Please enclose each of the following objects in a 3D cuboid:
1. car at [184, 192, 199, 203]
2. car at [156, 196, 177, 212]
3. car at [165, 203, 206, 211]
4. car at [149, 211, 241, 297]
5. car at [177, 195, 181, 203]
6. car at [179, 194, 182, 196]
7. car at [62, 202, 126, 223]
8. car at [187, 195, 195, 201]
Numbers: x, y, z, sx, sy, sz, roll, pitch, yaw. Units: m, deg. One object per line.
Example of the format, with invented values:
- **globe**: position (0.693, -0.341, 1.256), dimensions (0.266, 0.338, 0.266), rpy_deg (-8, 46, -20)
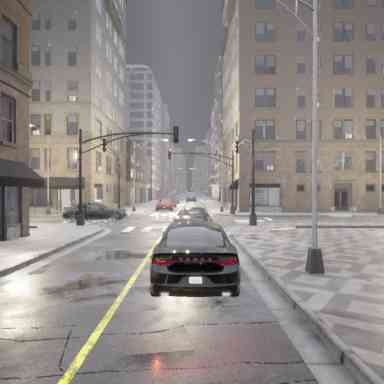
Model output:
- **car**: position (-0.142, 1.350, 70.285), dimensions (2.097, 1.767, 4.553), rpy_deg (0, 0, 0)
- **car**: position (-3.172, 1.474, 39.796), dimensions (1.882, 1.535, 5.008), rpy_deg (0, 0, -1)
- **car**: position (0.073, 1.546, 18.428), dimensions (2.033, 1.411, 5.357), rpy_deg (0, 0, 5)
- **car**: position (0.059, 1.477, 8.618), dimensions (1.882, 1.535, 5.008), rpy_deg (0, 0, 0)
- **car**: position (-3.159, 1.543, 49.527), dimensions (2.033, 1.411, 5.357), rpy_deg (0, 0, 0)
- **car**: position (-3.179, 1.501, 59.701), dimensions (1.837, 1.490, 4.892), rpy_deg (0, 0, 0)
- **car**: position (-7.373, 1.524, 25.226), dimensions (4.674, 1.442, 1.812), rpy_deg (0, 0, -12)
- **car**: position (-0.163, 1.449, 80.339), dimensions (1.837, 1.490, 4.892), rpy_deg (0, 0, 0)
